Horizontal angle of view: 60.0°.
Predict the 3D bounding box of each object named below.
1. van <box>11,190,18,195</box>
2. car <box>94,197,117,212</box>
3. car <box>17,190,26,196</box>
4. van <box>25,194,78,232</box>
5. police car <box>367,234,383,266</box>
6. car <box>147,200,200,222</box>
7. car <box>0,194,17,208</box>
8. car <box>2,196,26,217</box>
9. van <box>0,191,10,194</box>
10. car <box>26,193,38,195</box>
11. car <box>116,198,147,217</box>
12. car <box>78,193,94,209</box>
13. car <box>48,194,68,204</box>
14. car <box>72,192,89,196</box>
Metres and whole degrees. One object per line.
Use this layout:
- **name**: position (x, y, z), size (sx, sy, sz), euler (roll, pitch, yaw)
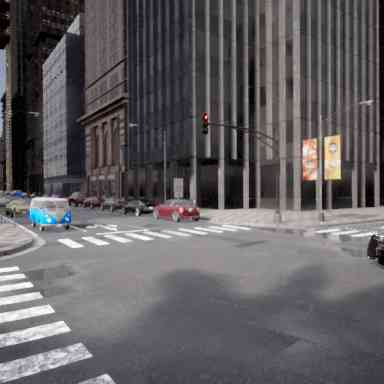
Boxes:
- **van**: position (-43.745, 0.427, 83.608), size (1.690, 1.788, 3.998), euler (0, 1, -36)
- **car**: position (-7.785, 1.252, 33.267), size (2.008, 1.369, 4.403), euler (0, 1, -36)
- **car**: position (-37.209, 0.785, 74.457), size (1.802, 1.307, 4.206), euler (0, 1, -36)
- **van**: position (-8.181, 1.216, 19.157), size (1.690, 1.788, 3.998), euler (0, 0, -36)
- **police car**: position (7.029, 1.409, 7.926), size (1.930, 1.638, 5.238), euler (0, 0, -35)
- **car**: position (-1.245, 1.247, 24.113), size (1.967, 1.590, 4.097), euler (0, 1, -36)
- **car**: position (-21.260, 1.244, 37.464), size (1.802, 1.307, 4.206), euler (0, 0, -36)
- **car**: position (-14.622, 1.296, 28.172), size (1.752, 1.417, 4.829), euler (0, 0, -36)
- **van**: position (-24.527, 0.949, 42.039), size (1.690, 1.788, 3.998), euler (0, 0, -36)
- **car**: position (-30.670, 0.883, 65.303), size (1.947, 1.339, 4.313), euler (0, 1, -36)
- **car**: position (-4.515, 1.320, 28.690), size (1.947, 1.339, 4.313), euler (0, 1, -36)
- **car**: position (-11.054, 1.192, 37.844), size (1.887, 1.381, 4.507), euler (0, 1, -36)
- **car**: position (-20.862, 1.029, 51.574), size (1.887, 1.381, 4.507), euler (0, 1, -36)
- **car**: position (-14.322, 0.909, 42.418), size (2.192, 1.841, 5.009), euler (0, 1, -36)
